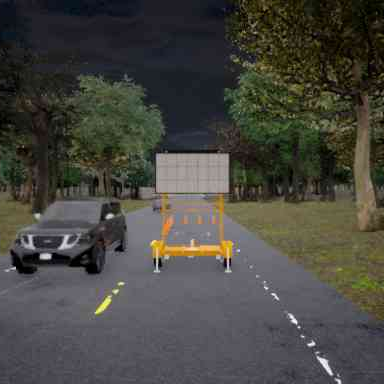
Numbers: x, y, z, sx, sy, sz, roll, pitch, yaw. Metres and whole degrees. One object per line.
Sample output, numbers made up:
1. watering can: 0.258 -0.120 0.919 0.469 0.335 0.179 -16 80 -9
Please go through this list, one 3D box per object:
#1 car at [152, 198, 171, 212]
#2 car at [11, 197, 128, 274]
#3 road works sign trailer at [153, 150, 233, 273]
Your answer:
1. car: -3.426 1.482 37.852 1.837 1.490 4.892 0 0 0
2. car: -3.579 1.220 10.905 2.150 2.045 5.566 0 0 0
3. road works sign trailer: 0.020 0.464 10.707 2.380 3.560 2.880 0 0 0
